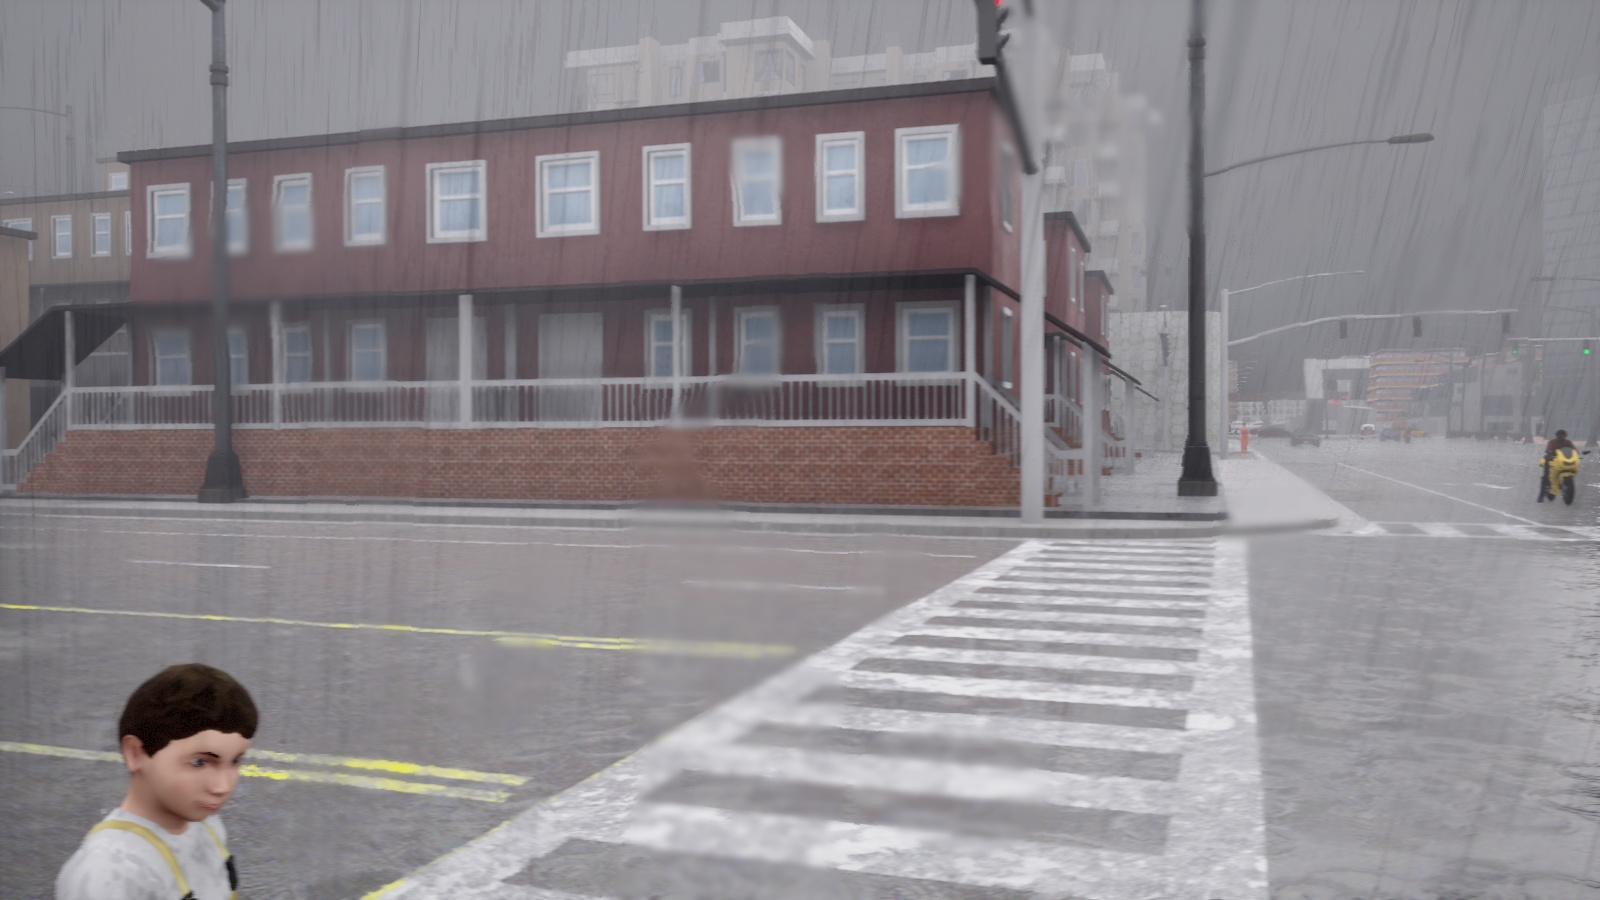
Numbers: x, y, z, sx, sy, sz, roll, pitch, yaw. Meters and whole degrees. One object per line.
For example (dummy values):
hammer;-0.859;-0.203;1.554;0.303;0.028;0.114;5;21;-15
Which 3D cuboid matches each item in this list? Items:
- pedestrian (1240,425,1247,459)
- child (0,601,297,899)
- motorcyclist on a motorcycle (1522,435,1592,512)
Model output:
pedestrian;24.469;-0.446;69.339;0.345;1.836;0.594;1;1;19
child;-0.972;0.860;1.744;0.437;1.263;0.270;0;1;1
motorcyclist on a motorcycle;15.555;0.453;25.869;0.797;1.523;2.044;1;1;19
